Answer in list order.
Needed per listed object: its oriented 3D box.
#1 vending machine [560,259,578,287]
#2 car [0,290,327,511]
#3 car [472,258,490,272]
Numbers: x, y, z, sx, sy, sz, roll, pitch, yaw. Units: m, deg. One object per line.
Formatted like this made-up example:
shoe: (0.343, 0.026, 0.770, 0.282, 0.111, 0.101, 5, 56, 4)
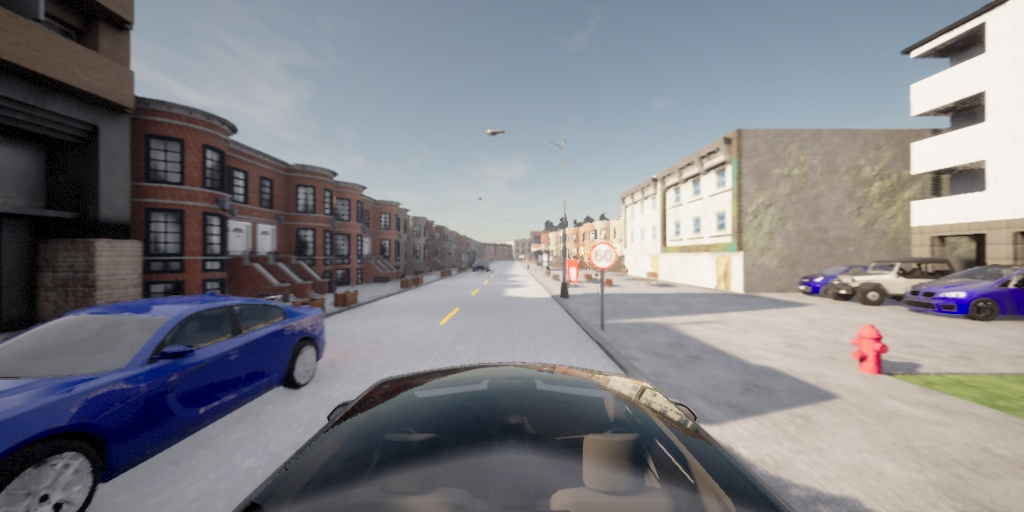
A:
vending machine: (4.334, 1.204, 26.199, 1.100, 2.100, 0.880, 0, 0, 0)
car: (-4.097, 1.236, 4.057, 1.882, 1.535, 5.008, 0, 0, 0)
car: (-3.968, 1.186, 46.591, 2.097, 1.767, 4.553, 0, 0, 1)
